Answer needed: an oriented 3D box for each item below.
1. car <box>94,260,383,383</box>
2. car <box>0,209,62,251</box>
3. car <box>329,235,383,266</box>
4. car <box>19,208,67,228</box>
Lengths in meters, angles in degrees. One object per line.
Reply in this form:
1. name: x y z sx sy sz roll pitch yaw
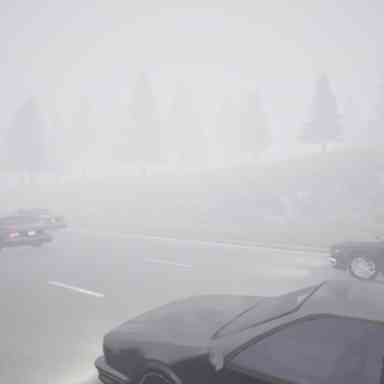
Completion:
1. car: 1.566 1.551 2.802 5.357 1.411 2.033 0 0 35
2. car: -8.042 1.607 14.028 5.357 1.411 2.033 0 0 37
3. car: 6.011 1.510 8.241 4.892 1.490 1.837 0 0 35
4. car: -9.520 1.626 19.517 5.357 1.411 2.033 0 0 37
